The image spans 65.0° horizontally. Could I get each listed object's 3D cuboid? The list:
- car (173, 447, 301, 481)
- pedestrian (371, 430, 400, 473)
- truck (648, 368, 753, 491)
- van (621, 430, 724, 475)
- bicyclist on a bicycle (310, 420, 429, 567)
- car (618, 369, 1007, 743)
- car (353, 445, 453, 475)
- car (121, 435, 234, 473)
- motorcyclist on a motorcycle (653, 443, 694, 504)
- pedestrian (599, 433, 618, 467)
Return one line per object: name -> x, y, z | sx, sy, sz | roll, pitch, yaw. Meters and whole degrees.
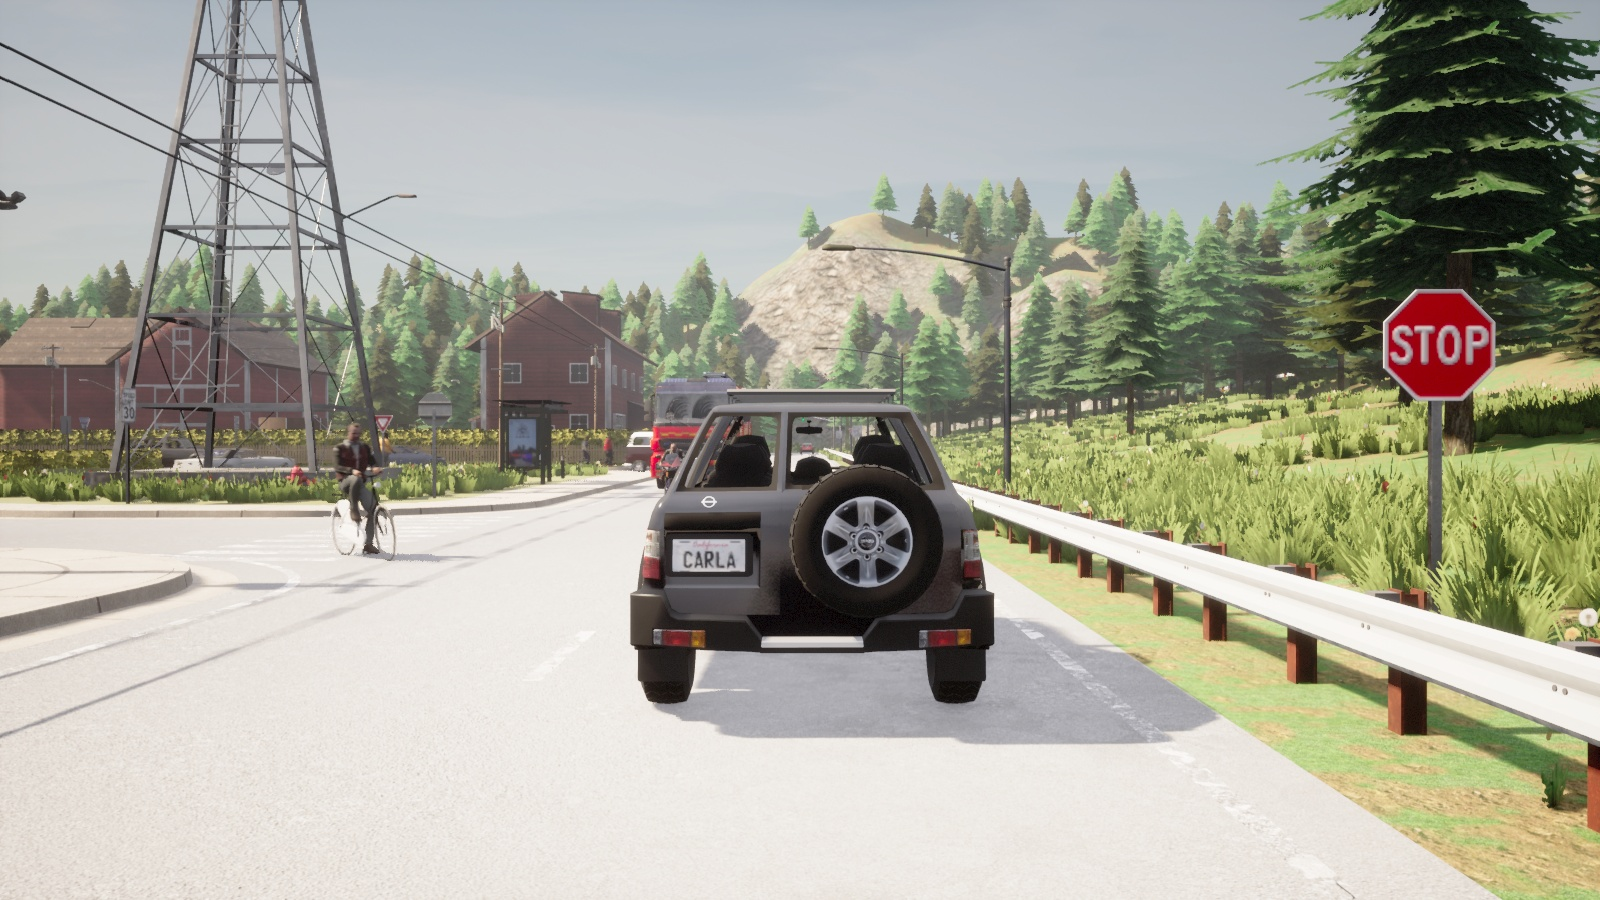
car -> -22.954, 0.538, 51.431 | 1.895, 1.301, 4.718 | 0, 0, 24
pedestrian -> -18.204, 0.076, 55.144 | 0.874, 1.855, 0.900 | 0, 0, 36
truck -> -3.243, -0.665, 43.188 | 2.891, 3.827, 8.468 | 0, 0, 0
van -> -6.097, 0.129, 59.873 | 4.480, 2.038, 2.069 | 0, -1, 29
bicyclist on a bicycle -> -5.537, 0.522, 16.100 | 0.659, 1.776, 1.843 | -3, 2, -44
car -> 0.065, 0.515, 8.547 | 1.932, 1.855, 4.605 | 0, 0, 0
car -> -19.255, 0.451, 60.968 | 4.181, 1.385, 1.994 | 0, 0, -37
car -> -30.563, 0.190, 61.741 | 4.605, 1.855, 1.932 | 0, 0, 0
motorcyclist on a motorcycle -> -3.301, 0.593, 32.944 | 0.866, 1.530, 2.191 | 0, 0, 0
pedestrian -> -10.554, 0.003, 69.139 | 0.899, 1.844, 0.634 | 0, 0, 7
